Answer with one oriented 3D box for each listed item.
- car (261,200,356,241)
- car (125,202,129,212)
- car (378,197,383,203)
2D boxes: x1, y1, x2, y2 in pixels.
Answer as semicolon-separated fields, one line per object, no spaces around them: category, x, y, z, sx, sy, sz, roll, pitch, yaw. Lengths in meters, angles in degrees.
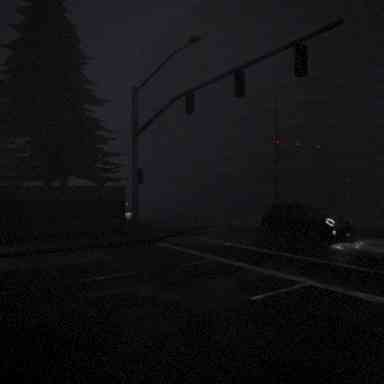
car;5.677;1.327;16.657;2.097;1.767;4.553;0;0;-35
car;-8.772;1.334;37.157;2.097;1.767;4.553;0;0;-35
car;32.519;1.258;60.243;1.994;1.385;4.181;0;0;-9
